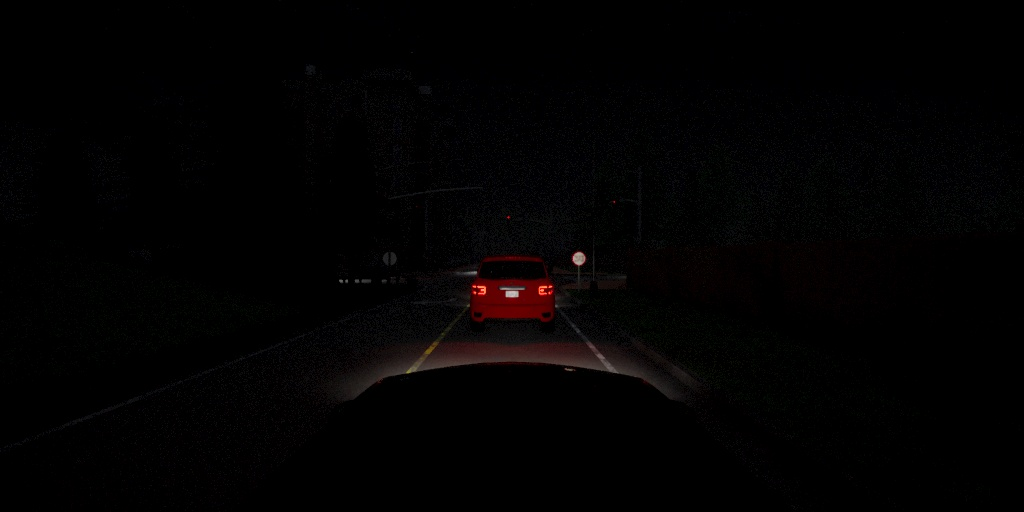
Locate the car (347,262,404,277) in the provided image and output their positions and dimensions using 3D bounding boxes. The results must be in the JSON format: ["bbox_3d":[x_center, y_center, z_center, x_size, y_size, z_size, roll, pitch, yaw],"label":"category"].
[{"bbox_3d":[-12.187,1.257,32.135,4.902,1.511,2.128,0,0,0],"label":"car"}]

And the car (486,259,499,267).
[{"bbox_3d":[-3.484,1.297,65.130,2.033,1.411,5.357,0,0,1],"label":"car"}]

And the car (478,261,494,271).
[{"bbox_3d":[-3.547,1.351,50.129,1.895,1.301,4.718,0,0,0],"label":"car"}]

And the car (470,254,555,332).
[{"bbox_3d":[0.052,0.971,10.958,2.150,2.045,5.566,0,0,1],"label":"car"}]
